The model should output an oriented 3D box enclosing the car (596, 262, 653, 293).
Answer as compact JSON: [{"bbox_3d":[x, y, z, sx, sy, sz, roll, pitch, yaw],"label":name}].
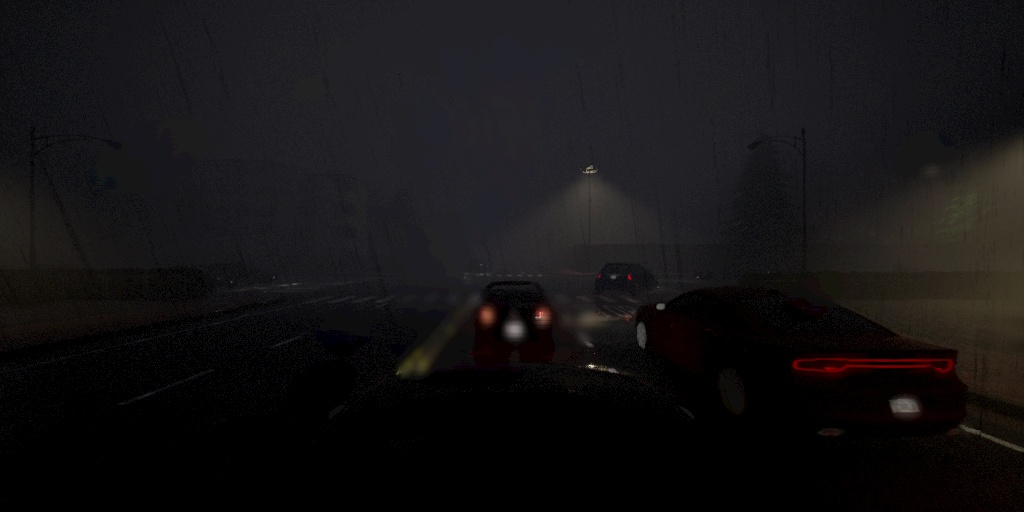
[{"bbox_3d":[6.397,1.102,19.804,2.097,1.767,4.553,1,0,37],"label":"car"}]

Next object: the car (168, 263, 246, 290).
[{"bbox_3d":[-19.000,1.276,21.380,4.674,1.442,1.812,0,0,0],"label":"car"}]

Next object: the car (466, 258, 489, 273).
[{"bbox_3d":[-4.290,1.085,43.244,2.097,1.767,4.553,0,0,1],"label":"car"}]

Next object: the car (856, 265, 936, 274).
[{"bbox_3d":[30.159,1.351,28.371,4.718,1.301,1.895,0,0,1],"label":"car"}]

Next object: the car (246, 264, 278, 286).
[{"bbox_3d":[-19.035,1.255,24.936,4.892,1.490,1.837,0,0,-2],"label":"car"}]

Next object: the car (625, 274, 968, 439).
[{"bbox_3d":[3.597,1.228,5.757,1.882,1.535,5.008,0,0,0],"label":"car"}]

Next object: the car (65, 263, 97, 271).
[{"bbox_3d":[-31.037,1.254,24.854,4.892,1.490,1.837,0,0,0],"label":"car"}]

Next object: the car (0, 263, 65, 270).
[{"bbox_3d":[-30.235,1.276,21.358,4.674,1.442,1.812,0,0,0],"label":"car"}]

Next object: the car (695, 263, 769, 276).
[{"bbox_3d":[17.411,1.297,28.476,5.357,1.411,2.033,0,0,0],"label":"car"}]

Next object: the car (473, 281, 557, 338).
[{"bbox_3d":[0.063,1.351,10.206,1.895,1.301,4.718,0,0,0],"label":"car"}]

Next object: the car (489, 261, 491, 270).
[{"bbox_3d":[-4.258,1.085,53.156,2.097,1.767,4.553,0,0,0],"label":"car"}]
